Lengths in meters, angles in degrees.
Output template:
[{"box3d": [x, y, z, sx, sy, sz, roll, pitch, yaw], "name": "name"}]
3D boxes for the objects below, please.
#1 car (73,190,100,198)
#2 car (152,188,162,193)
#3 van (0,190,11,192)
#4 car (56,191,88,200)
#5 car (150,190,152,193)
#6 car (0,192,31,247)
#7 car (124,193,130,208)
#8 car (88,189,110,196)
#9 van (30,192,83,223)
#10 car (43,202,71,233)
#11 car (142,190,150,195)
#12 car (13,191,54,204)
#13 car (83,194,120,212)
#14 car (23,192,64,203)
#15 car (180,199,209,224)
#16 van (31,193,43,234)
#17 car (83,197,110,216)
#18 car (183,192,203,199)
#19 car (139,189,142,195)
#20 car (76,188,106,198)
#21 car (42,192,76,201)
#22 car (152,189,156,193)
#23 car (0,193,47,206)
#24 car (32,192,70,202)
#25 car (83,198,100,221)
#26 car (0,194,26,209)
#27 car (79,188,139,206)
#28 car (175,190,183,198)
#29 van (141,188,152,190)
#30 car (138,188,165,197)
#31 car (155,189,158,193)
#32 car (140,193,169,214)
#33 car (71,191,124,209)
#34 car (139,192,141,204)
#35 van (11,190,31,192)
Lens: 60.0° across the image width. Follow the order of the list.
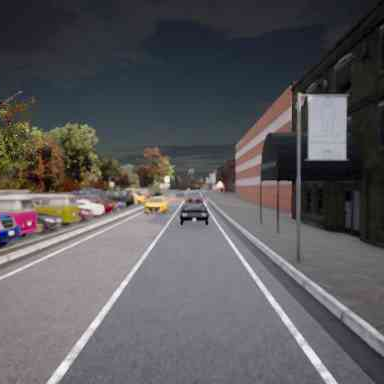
[{"box3d": [-21.627, 0.446, 68.542, 4.892, 1.521, 2.231, 0, 1, 0], "name": "car"}, {"box3d": [-9.042, 0.445, 68.566, 5.008, 1.535, 2.097, 0, 1, 0], "name": "car"}, {"box3d": [-21.897, 0.891, 34.661, 4.442, 1.987, 1.878, 0, 1, 0], "name": "van"}, {"box3d": [-21.652, 0.615, 60.073, 5.008, 1.535, 2.097, 0, 1, 0], "name": "car"}, {"box3d": [-9.126, 0.822, 51.617, 4.674, 1.452, 2.002, 0, 1, 0], "name": "car"}, {"box3d": [-9.289, 1.136, 12.040, 5.566, 2.045, 2.435, 0, 0, 0], "name": "car"}, {"box3d": [-9.212, 1.157, 34.666, 4.674, 1.452, 2.002, 0, 1, 0], "name": "car"}, {"box3d": [-21.518, 0.134, 77.017, 4.553, 1.767, 2.185, 0, 0, 0], "name": "car"}, {"box3d": [-9.394, 1.140, 20.397, 4.442, 1.987, 1.878, 0, 0, 0], "name": "van"}, {"box3d": [-9.293, 1.415, 17.692, 4.674, 1.452, 2.002, 0, 0, 0], "name": "car"}, {"box3d": [-8.970, 0.891, 45.965, 5.366, 1.575, 1.946, 0, 1, 0], "name": "car"}, {"box3d": [-21.755, 0.771, 45.831, 4.553, 1.767, 2.185, 0, 1, 0], "name": "car"}, {"box3d": [-9.231, 1.228, 29.015, 5.008, 1.535, 2.097, 0, 1, 0], "name": "car"}, {"box3d": [-21.706, 0.840, 48.656, 5.008, 1.535, 2.097, 0, 1, 0], "name": "car"}, {"box3d": [0.155, 1.421, 23.053, 1.895, 1.301, 4.718, 0, 1, 0], "name": "car"}, {"box3d": [-9.421, 1.155, 14.866, 4.442, 1.987, 1.878, 0, 0, 0], "name": "van"}, {"box3d": [-9.247, 1.324, 26.191, 4.674, 1.452, 2.002, 0, 1, 0], "name": "car"}, {"box3d": [0.275, 0.879, 41.275, 2.097, 1.767, 4.553, 0, 1, 0], "name": "car"}, {"box3d": [-9.200, 0.824, 43.138, 4.553, 1.767, 2.185, 0, 1, 0], "name": "car"}, {"box3d": [-21.580, 0.138, 71.236, 5.566, 2.045, 2.435, 0, 1, 0], "name": "car"}, {"box3d": [-21.713, 0.756, 54.427, 4.792, 1.488, 2.163, 0, 1, 0], "name": "car"}, {"box3d": [-9.072, 0.701, 57.267, 4.792, 1.488, 2.163, 0, 1, 0], "name": "car"}, {"box3d": [-21.743, 0.952, 43.010, 5.008, 1.535, 2.097, 0, 1, 0], "name": "car"}, {"box3d": [-21.702, 0.785, 51.479, 5.008, 1.535, 2.097, 0, 1, 0], "name": "car"}, {"box3d": [-9.266, 1.375, 23.357, 4.674, 1.452, 2.002, 0, 1, 0], "name": "car"}, {"box3d": [-21.772, 1.062, 37.489, 4.892, 1.521, 2.231, 0, 1, 0], "name": "car"}, {"box3d": [-9.224, 0.810, 37.485, 5.566, 2.045, 2.435, 0, 1, 0], "name": "car"}, {"box3d": [-2.709, 0.446, 72.778, 1.837, 1.490, 4.892, 0, 1, 1], "name": "car"}, {"box3d": [-9.232, 0.501, 54.437, 4.442, 1.987, 1.878, 0, 1, 0], "name": "van"}, {"box3d": [-8.992, 0.075, 74.212, 5.566, 2.045, 2.435, 0, 1, 0], "name": "car"}, {"box3d": [-9.091, 0.655, 60.092, 4.674, 1.452, 2.002, 0, 1, 0], "name": "car"}, {"box3d": [-3.248, 1.186, 30.998, 1.882, 1.535, 5.008, 0, 1, 0], "name": "car"}, {"box3d": [-9.254, 1.047, 31.838, 4.553, 1.767, 2.185, 0, 1, 0], "name": "car"}, {"box3d": [-9.368, 1.002, 40.316, 5.366, 1.575, 1.946, 0, 1, 0], "name": "car"}, {"box3d": [-21.867, 0.779, 40.310, 4.442, 1.987, 1.878, 0, 1, 0], "name": "van"}]
